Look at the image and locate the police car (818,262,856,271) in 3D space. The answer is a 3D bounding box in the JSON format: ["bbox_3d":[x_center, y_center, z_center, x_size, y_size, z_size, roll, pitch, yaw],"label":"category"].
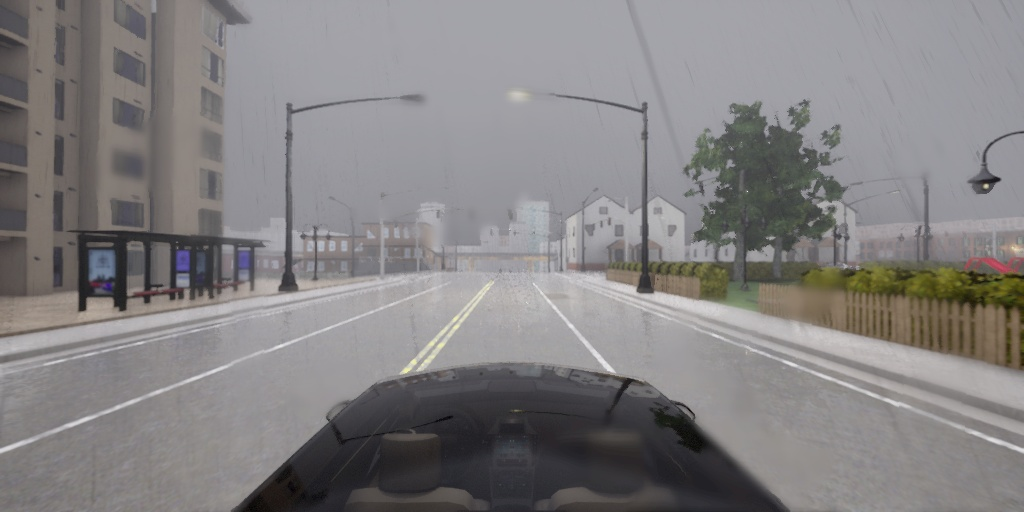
[{"bbox_3d":[41.093,1.593,46.224,4.974,1.542,2.038,0,-1,-1],"label":"police car"}]
